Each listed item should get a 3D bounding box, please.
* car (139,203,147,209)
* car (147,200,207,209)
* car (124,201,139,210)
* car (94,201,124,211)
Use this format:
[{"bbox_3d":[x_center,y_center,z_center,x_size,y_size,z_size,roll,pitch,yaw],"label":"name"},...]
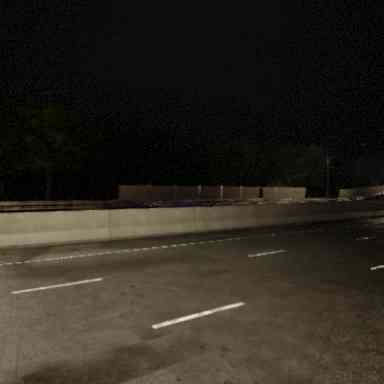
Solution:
[{"bbox_3d":[-1.461,1.605,28.721,5.357,1.411,2.033,0,0,-35],"label":"car"},{"bbox_3d":[-0.555,1.528,25.079,5.008,1.535,1.882,1,0,-35],"label":"car"},{"bbox_3d":[-3.460,1.555,31.604,4.902,1.511,2.128,0,0,-35],"label":"car"},{"bbox_3d":[-7.053,1.611,33.350,5.357,1.411,2.033,0,0,-35],"label":"car"}]
